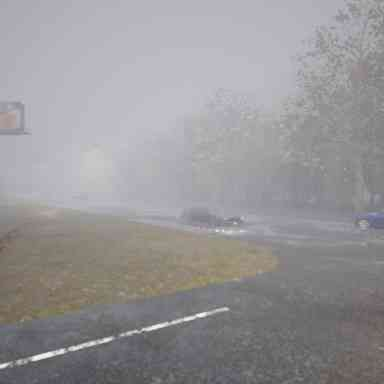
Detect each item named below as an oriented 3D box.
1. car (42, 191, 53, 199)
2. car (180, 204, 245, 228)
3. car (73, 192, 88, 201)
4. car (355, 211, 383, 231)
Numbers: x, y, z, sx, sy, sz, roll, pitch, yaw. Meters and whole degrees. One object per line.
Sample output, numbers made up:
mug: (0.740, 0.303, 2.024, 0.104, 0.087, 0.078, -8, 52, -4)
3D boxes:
car: (-36.065, 0.807, 83.115, 2.150, 2.045, 5.566, 1, 0, -28)
car: (1.218, 1.554, 22.814, 2.033, 1.411, 5.357, 1, 0, -34)
car: (-24.622, 0.938, 73.446, 2.150, 2.045, 5.566, 1, 0, -34)
car: (12.116, 1.609, 19.353, 1.882, 1.535, 5.008, 0, 0, -35)
